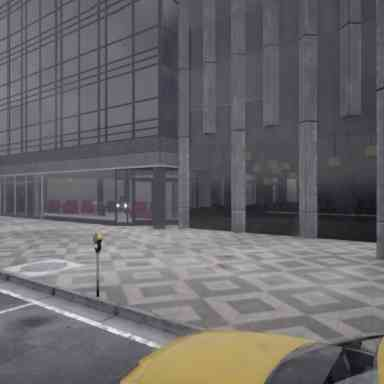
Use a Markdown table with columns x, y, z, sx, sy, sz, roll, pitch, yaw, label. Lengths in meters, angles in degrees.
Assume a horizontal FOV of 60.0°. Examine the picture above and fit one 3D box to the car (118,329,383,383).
| x | y | z | sx | sy | sz | roll | pitch | yaw | label |
| --- | --- | --- | --- | --- | --- | --- | --- | --- | --- |
| 1.520 | 1.525 | 1.996 | 4.829 | 1.417 | 1.752 | 0 | 0 | 36 | car |
